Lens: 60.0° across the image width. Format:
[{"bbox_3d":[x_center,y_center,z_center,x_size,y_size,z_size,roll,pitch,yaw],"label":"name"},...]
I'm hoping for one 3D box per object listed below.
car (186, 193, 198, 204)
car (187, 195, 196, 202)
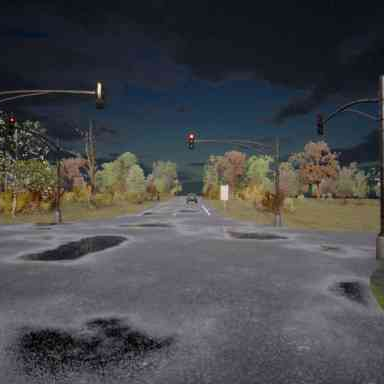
[{"bbox_3d":[-0.002,1.291,67.629,2.150,2.045,5.566,0,0,0],"label":"car"},{"bbox_3d":[-0.003,1.464,78.020,2.033,1.411,5.357,0,0,0],"label":"car"}]
